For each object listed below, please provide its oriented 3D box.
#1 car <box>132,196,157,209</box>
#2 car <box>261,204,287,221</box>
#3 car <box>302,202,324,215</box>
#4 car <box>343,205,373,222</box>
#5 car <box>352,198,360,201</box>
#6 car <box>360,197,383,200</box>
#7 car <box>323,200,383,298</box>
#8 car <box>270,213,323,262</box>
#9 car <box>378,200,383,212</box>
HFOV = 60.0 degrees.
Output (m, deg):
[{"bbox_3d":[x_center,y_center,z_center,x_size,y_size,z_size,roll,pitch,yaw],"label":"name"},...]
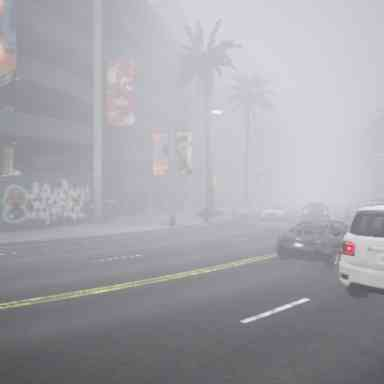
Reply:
[{"bbox_3d":[-7.345,1.643,51.933,2.435,2.045,5.566,0,-1,20],"label":"car"},{"bbox_3d":[7.571,1.857,30.503,1.812,1.442,4.674,0,-1,20],"label":"car"},{"bbox_3d":[10.928,1.675,29.483,2.097,1.767,4.553,0,-1,20],"label":"car"},{"bbox_3d":[14.935,1.900,30.147,1.895,1.301,4.718,0,-1,21],"label":"car"},{"bbox_3d":[38.033,2.088,74.742,2.185,1.767,4.553,0,-1,20],"label":"car"},{"bbox_3d":[22.359,1.615,40.522,2.150,2.045,5.566,0,-1,20],"label":"car"},{"bbox_3d":[5.462,1.295,7.756,5.566,2.045,2.150,1,-1,-43],"label":"car"},{"bbox_3d":[4.803,1.690,12.142,1.994,1.385,4.181,-1,-1,44],"label":"car"},{"bbox_3d":[28.033,1.932,47.121,2.231,1.521,4.892,0,-1,20],"label":"car"}]
